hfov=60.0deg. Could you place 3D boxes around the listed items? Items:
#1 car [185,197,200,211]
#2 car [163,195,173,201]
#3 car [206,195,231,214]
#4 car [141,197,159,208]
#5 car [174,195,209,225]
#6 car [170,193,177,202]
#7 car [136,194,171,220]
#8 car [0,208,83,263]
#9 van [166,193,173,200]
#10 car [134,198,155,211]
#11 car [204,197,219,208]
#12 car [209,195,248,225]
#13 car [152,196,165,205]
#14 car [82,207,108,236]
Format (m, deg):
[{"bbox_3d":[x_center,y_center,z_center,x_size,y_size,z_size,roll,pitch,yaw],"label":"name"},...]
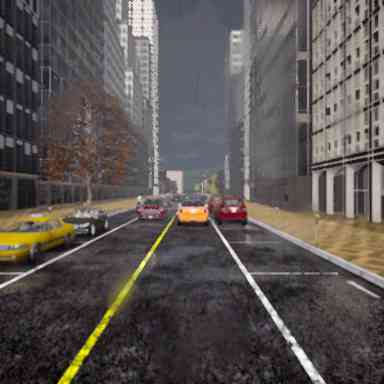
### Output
[{"bbox_3d":[0.049,1.435,41.217,1.812,1.442,4.674,0,0,0],"label":"car"},{"bbox_3d":[-5.788,1.341,80.459,1.887,1.381,4.507,0,0,0],"label":"car"},{"bbox_3d":[2.651,1.240,34.920,2.192,1.841,5.009,0,0,0],"label":"car"},{"bbox_3d":[-5.745,1.462,46.307,1.947,1.339,4.313,0,0,0],"label":"car"},{"bbox_3d":[0.072,1.303,23.729,2.097,1.767,4.553,0,0,0],"label":"car"},{"bbox_3d":[-3.087,1.319,68.543,1.837,1.490,4.892,0,0,0],"label":"car"},{"bbox_3d":[-3.132,1.295,27.397,2.097,1.767,4.553,0,0,0],"label":"car"},{"bbox_3d":[-5.703,1.502,11.981,1.752,1.417,4.829,0,0,0],"label":"car"},{"bbox_3d":[-5.794,1.119,86.151,1.690,1.788,3.998,0,0,0],"label":"van"},{"bbox_3d":[-5.738,1.462,40.614,2.008,1.369,4.403,0,0,0],"label":"car"},{"bbox_3d":[2.635,1.421,46.474,1.752,1.417,4.829,0,0,0],"label":"car"},{"bbox_3d":[2.665,1.267,23.535,2.192,1.841,5.009,0,0,0],"label":"car"},{"bbox_3d":[-5.759,1.446,57.689,1.802,1.307,4.206,0,0,0],"label":"car"},{"bbox_3d":[-5.710,1.515,17.845,2.008,1.369,4.403,0,0,0],"label":"car"}]
